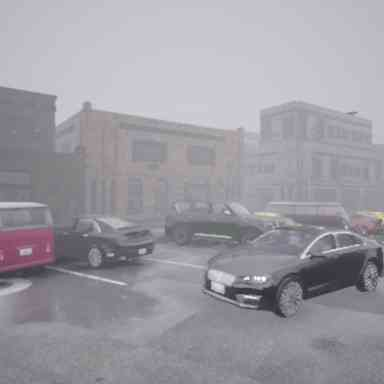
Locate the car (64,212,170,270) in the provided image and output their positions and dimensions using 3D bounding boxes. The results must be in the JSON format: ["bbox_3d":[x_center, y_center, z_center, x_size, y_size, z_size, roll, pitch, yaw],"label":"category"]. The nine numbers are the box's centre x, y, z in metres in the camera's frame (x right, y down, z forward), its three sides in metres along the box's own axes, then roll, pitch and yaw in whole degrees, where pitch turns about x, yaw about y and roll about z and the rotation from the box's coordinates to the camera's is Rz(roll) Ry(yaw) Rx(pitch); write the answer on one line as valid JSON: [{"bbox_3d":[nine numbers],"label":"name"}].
[{"bbox_3d":[-3.432,1.501,11.132,4.892,1.521,2.231,-1,-1,35],"label":"car"}]

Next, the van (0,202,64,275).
[{"bbox_3d":[-5.915,1.258,9.512,4.442,1.987,1.878,-1,0,35],"label":"van"}]

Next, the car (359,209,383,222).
[{"bbox_3d":[8.509,1.848,19.631,4.792,1.488,2.163,0,-2,35],"label":"car"}]

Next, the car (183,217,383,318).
[{"bbox_3d":[2.479,1.545,7.589,4.902,1.511,2.128,1,-1,-35],"label":"car"}]

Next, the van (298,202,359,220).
[{"bbox_3d":[6.241,1.518,17.868,4.442,1.987,1.878,0,-2,35],"label":"van"}]

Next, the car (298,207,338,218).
[{"bbox_3d":[3.895,1.666,16.128,5.366,1.575,1.946,0,-2,35],"label":"car"}]

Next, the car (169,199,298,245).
[{"bbox_3d":[1.372,1.346,14.527,5.566,2.045,2.435,0,-2,35],"label":"car"}]
